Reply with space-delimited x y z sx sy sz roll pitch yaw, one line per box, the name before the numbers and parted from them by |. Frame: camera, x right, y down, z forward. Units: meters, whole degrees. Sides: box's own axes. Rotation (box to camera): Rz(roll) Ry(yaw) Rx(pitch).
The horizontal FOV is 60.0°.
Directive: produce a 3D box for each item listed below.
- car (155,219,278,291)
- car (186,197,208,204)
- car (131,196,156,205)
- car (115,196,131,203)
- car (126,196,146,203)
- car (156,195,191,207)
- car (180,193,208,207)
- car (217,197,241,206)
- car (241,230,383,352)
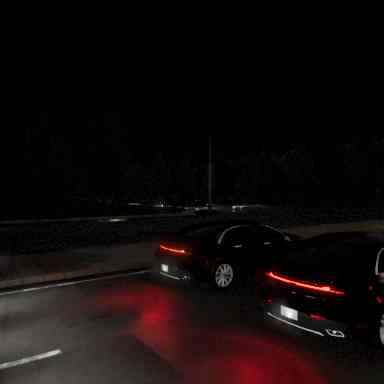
car | 1.358 1.505 9.066 4.892 1.490 1.837 0 0 -35
car | 0.923 1.601 63.083 1.895 1.301 4.718 0 0 -35
car | -8.346 1.601 57.983 1.895 1.301 4.718 0 0 -35
car | -14.119 1.490 66.325 2.128 1.511 4.902 0 0 -35
car | -11.752 1.540 69.077 2.033 1.411 5.357 0 0 -35
car | -2.854 1.547 50.121 2.033 1.411 5.357 0 0 -35
car | -0.090 1.221 52.259 2.150 2.045 5.566 0 0 -36
car | 6.138 1.526 55.621 1.812 1.442 4.674 0 0 -35
car | 3.390 1.505 6.217 4.892 1.490 1.837 0 0 -35
